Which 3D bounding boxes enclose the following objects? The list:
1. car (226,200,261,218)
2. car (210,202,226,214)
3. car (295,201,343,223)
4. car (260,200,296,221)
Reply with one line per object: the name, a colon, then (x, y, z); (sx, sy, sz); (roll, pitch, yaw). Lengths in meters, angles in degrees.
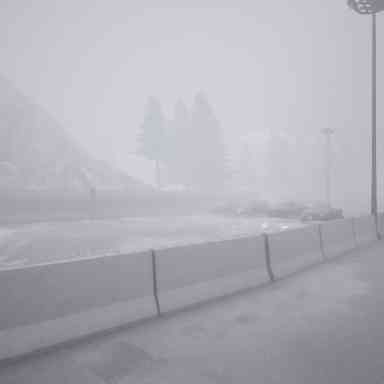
car: (5.630, 1.493, 30.403); (2.128, 1.511, 4.902); (0, 0, 42)
car: (3.900, 1.601, 33.710); (1.895, 1.301, 4.718); (0, 0, 42)
car: (9.621, 1.525, 24.375); (1.812, 1.442, 4.674); (0, 0, 42)
car: (8.061, 1.477, 27.873); (1.882, 1.535, 5.008); (0, 0, 42)
